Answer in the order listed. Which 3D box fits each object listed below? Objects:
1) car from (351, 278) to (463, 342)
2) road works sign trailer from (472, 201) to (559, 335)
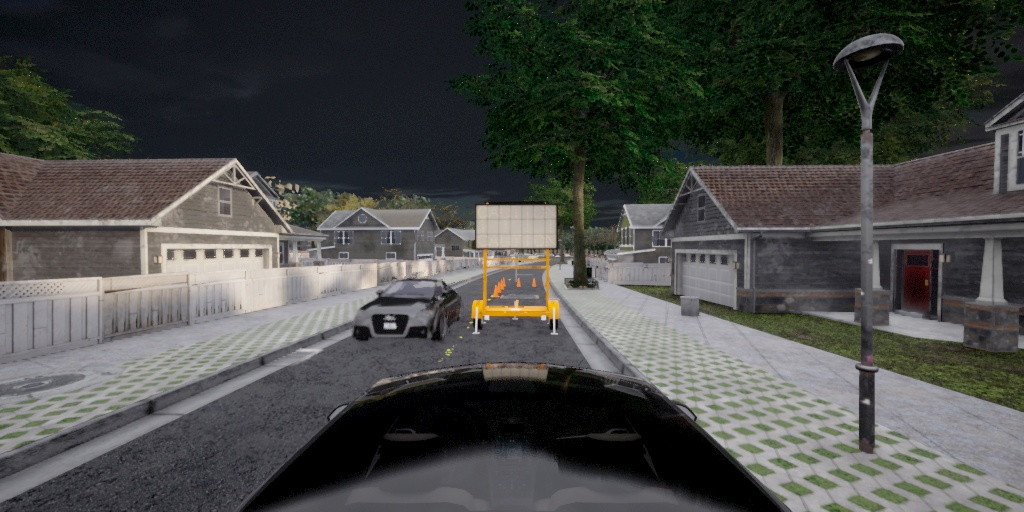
[{"bbox_3d":[-2.567,1.312,9.687,1.994,1.385,4.181,0,0,2],"label":"car"},{"bbox_3d":[0.129,0.213,10.545,2.380,3.560,2.880,0,0,2],"label":"road works sign trailer"}]
